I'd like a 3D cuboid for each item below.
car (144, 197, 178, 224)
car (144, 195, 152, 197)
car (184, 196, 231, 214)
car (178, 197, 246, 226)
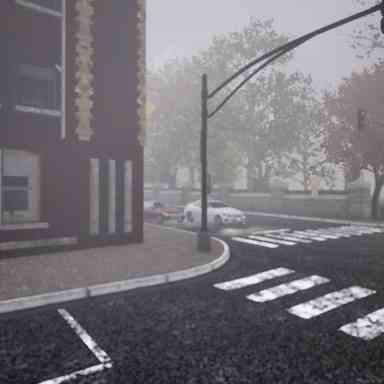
[{"bbox_3d":[-2.114,1.247,21.301,1.802,1.307,4.206,2,0,-36],"label":"car"},{"bbox_3d":[-4.065,1.041,28.399,2.128,1.511,4.902,0,1,-36],"label":"car"},{"bbox_3d":[1.338,1.112,30.830,1.752,1.417,4.829,1,0,-36],"label":"car"},{"bbox_3d":[1.314,1.239,20.941,1.812,1.442,4.674,0,1,-35],"label":"car"}]
